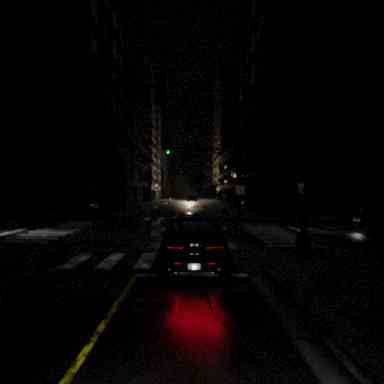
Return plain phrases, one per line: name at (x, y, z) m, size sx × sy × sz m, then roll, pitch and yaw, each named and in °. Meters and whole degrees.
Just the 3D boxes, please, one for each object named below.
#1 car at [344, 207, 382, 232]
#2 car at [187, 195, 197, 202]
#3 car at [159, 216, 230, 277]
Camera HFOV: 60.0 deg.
car at (12.361, 1.690, 21.210) m, size 5.008 × 1.535 × 1.882 m, roll 1°, pitch 0°, yaw 0°
car at (0.011, 1.382, 76.135) m, size 2.097 × 1.767 × 4.553 m, roll 0°, pitch 0°, yaw 0°
car at (0.072, 1.498, 10.209) m, size 1.837 × 1.490 × 4.892 m, roll 0°, pitch 0°, yaw 0°
